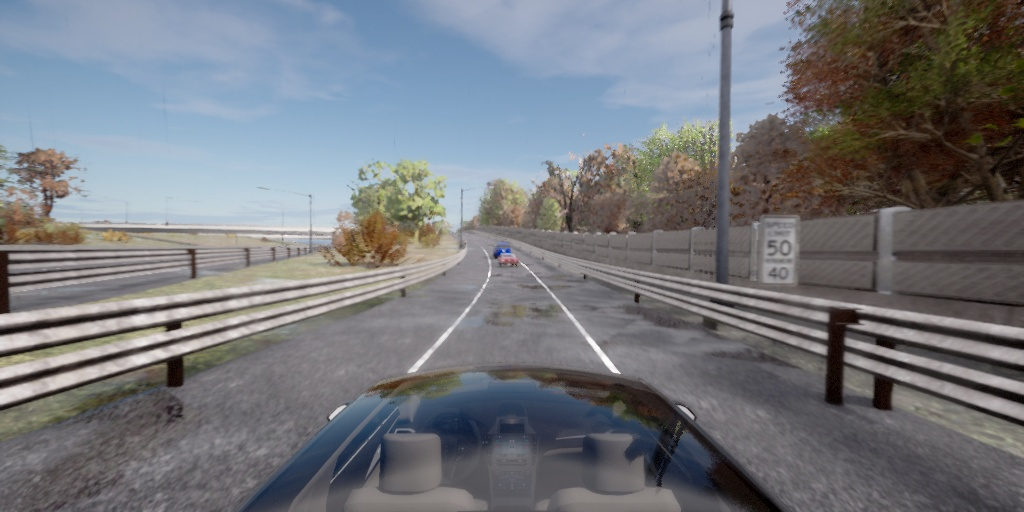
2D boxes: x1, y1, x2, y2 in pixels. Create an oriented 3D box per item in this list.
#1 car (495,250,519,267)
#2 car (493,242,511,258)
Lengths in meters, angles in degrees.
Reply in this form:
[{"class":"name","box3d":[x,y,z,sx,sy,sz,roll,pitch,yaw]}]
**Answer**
[{"class":"car","box3d":[-0.439,0.376,36.425,1.895,1.301,4.718,1,3,-4]},{"class":"car","box3d":[-1.340,-0.806,47.630,2.150,2.045,5.566,0,5,-6]}]
